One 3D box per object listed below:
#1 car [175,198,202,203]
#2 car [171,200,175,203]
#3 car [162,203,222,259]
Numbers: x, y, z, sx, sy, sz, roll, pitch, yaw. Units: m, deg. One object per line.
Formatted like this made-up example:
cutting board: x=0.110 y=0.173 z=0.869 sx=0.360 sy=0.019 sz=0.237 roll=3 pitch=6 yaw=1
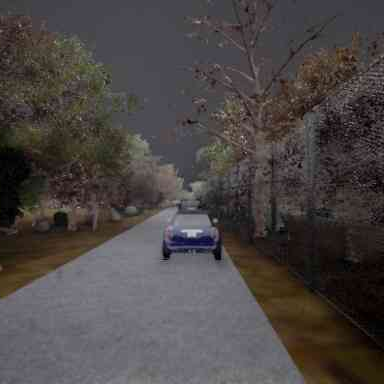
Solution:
car: x=-0.043 y=1.519 z=27.599 sx=2.150 sy=2.045 sz=5.566 roll=0 pitch=0 yaw=0
car: x=-3.066 y=2.395 z=65.031 sx=1.837 sy=1.490 sz=4.892 roll=0 pitch=-1 yaw=0
car: x=0.007 y=1.495 z=13.438 sx=2.097 sy=1.767 sz=4.553 roll=0 pitch=-1 yaw=0
